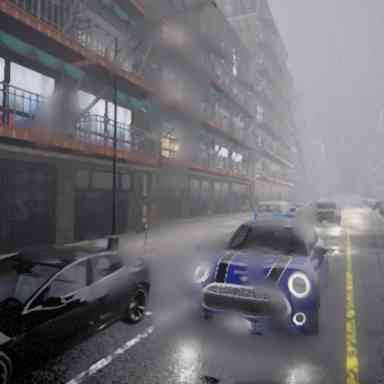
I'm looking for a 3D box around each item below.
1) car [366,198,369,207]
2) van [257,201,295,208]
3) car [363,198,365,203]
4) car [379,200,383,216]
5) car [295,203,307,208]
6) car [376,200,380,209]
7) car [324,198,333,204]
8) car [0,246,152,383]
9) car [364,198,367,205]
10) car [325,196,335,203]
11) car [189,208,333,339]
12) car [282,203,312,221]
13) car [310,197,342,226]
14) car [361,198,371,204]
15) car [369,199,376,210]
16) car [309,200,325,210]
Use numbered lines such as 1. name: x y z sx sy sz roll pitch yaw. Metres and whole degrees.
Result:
1. car: 29.303 1.942 52.779 1.887 1.381 4.507 1 0 25
2. van: 4.970 1.474 20.394 1.690 1.788 3.998 1 0 25
3. car: 34.094 2.015 63.059 2.008 1.369 4.403 1 0 25
4. car: 19.724 1.697 32.220 1.967 1.590 4.097 1 0 25
5. car: 7.361 1.715 25.534 1.887 1.381 4.507 1 0 25
6. car: 22.119 1.875 37.360 1.802 1.307 4.206 1 0 25
7. car: 33.712 2.099 82.079 2.008 1.369 4.403 1 0 25
8. car: -2.221 1.583 4.973 1.947 1.339 4.313 1 0 25
9. car: 31.698 1.982 57.919 2.008 1.369 4.403 1 0 25
10. car: 36.112 1.896 87.218 2.192 1.841 5.009 1 0 25
11. car: 1.677 1.397 6.996 2.097 1.767 4.553 0 0 25
12. car: 9.757 1.758 30.675 2.008 1.369 4.403 1 0 25
13. car: 10.337 1.536 25.578 2.097 1.767 4.553 0 0 25
14. car: 43.675 2.140 83.618 1.887 1.381 4.507 1 0 25
15. car: 26.909 1.803 47.639 1.967 1.590 4.097 1 0 25
16. car: 19.339 1.914 51.238 1.947 1.339 4.313 1 0 25
